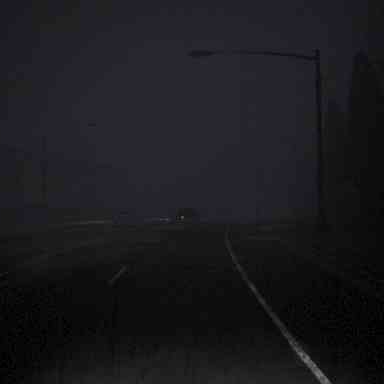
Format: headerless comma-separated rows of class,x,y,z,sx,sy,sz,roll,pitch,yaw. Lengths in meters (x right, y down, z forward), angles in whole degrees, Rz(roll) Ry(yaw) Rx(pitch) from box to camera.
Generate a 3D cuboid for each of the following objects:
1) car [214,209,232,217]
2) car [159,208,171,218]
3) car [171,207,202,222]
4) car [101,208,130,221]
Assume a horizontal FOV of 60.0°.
car,4.908,3.229,50.999,1.895,1.301,4.718,-1,-3,19
car,-3.316,3.085,49.121,2.128,1.511,4.902,-1,-3,19
car,-0.311,2.342,34.517,1.837,1.490,4.892,-1,-4,14
car,-9.446,2.753,41.532,2.128,1.511,4.902,-1,-3,17
